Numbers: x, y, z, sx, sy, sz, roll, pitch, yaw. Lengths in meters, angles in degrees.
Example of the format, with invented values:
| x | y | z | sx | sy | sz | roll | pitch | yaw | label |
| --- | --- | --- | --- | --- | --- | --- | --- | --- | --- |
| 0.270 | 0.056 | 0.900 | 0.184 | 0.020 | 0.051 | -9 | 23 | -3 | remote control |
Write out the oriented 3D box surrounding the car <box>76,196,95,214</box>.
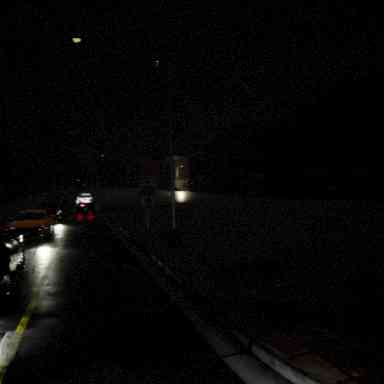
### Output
| x | y | z | sx | sy | sz | roll | pitch | yaw | label |
| --- | --- | --- | --- | --- | --- | --- | --- | --- | --- |
| -12.204 | 1.606 | 38.238 | 2.128 | 1.511 | 4.902 | -2 | 1 | -18 | car |

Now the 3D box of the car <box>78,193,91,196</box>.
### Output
| x | y | z | sx | sy | sz | roll | pitch | yaw | label |
| --- | --- | --- | --- | --- | --- | --- | --- | --- | --- |
| -15.418 | 1.212 | 47.752 | 2.150 | 2.045 | 5.566 | -2 | 2 | -18 | car |

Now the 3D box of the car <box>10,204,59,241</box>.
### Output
| x | y | z | sx | sy | sz | roll | pitch | yaw | label |
| --- | --- | --- | --- | --- | --- | --- | --- | --- | --- |
| -8.574 | 1.706 | 18.035 | 1.882 | 1.535 | 5.008 | -2 | 0 | -18 | car |

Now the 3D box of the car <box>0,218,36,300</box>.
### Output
| x | y | z | sx | sy | sz | roll | pitch | yaw | label |
| --- | --- | --- | --- | --- | --- | --- | --- | --- | --- |
| -5.512 | 1.707 | 8.661 | 2.033 | 1.411 | 5.357 | -2 | 0 | -21 | car |

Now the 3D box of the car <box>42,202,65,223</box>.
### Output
| x | y | z | sx | sy | sz | roll | pitch | yaw | label |
| --- | --- | --- | --- | --- | --- | --- | --- | --- | --- |
| -11.727 | 1.608 | 27.582 | 2.097 | 1.767 | 4.553 | -2 | 1 | -18 | car |
